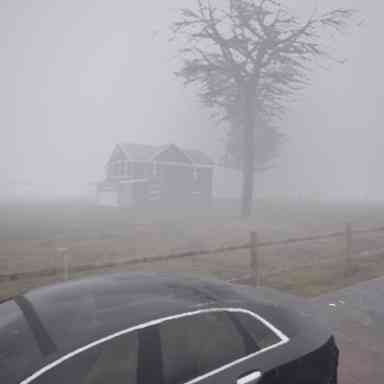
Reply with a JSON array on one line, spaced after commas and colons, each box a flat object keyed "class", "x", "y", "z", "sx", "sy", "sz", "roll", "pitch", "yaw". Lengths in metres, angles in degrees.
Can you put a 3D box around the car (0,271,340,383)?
[{"class": "car", "x": -0.857, "y": 1.507, "z": 2.460, "sx": 4.892, "sy": 1.490, "sz": 1.837, "roll": 1, "pitch": 0, "yaw": -35}]
